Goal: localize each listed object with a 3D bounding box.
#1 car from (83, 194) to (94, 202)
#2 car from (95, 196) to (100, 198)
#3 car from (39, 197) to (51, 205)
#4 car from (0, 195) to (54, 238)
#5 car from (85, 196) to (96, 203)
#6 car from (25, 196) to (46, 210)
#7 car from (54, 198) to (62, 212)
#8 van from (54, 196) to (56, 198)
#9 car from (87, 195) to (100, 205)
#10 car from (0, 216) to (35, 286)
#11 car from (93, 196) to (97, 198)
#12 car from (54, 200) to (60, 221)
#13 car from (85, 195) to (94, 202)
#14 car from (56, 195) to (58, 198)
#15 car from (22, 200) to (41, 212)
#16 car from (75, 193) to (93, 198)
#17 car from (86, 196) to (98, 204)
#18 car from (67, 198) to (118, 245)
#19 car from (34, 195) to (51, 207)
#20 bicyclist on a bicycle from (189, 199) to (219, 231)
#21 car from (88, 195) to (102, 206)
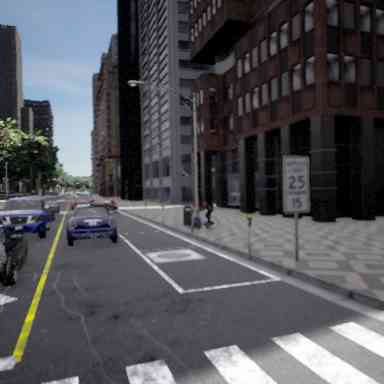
[{"bbox_3d":[-25.436,1.333,81.571,2.192,1.841,5.009,-2,0,-20],"label":"car"},{"bbox_3d":[-8.991,1.496,35.598,1.887,1.381,4.507,-2,1,-20],"label":"car"},{"bbox_3d":[-27.980,1.738,63.390,1.887,1.381,4.507,-2,0,-20],"label":"car"},{"bbox_3d":[-8.893,1.298,17.903,2.150,2.045,5.566,-1,0,-20],"label":"car"},{"bbox_3d":[-21.776,1.552,71.356,2.008,1.369,4.403,-2,0,-20],"label":"car"},{"bbox_3d":[-22.505,1.485,48.060,2.192,1.841,5.009,-2,0,-20],"label":"car"},{"bbox_3d":[-15.440,1.655,36.370,1.994,1.385,4.181,-1,0,-19],"label":"car"},{"bbox_3d":[-31.639,1.552,73.607,1.690,1.788,3.998,-2,0,-20],"label":"van"},{"bbox_3d":[-18.127,1.424,61.138,1.967,1.590,4.097,-2,0,-20],"label":"car"},{"bbox_3d":[-5.724,1.634,9.079,1.994,1.385,4.181,-1,0,-20],"label":"car"},{"bbox_3d":[-12.702,1.488,45.974,1.752,1.417,4.829,-2,0,-20],"label":"car"},{"bbox_3d":[-12.102,1.647,26.922,1.994,1.385,4.181,-1,0,-20],"label":"car"},{"bbox_3d":[-23.661,1.536,76.624,1.752,1.417,4.829,-2,0,-20],"label":"car"},{"bbox_3d":[-33.463,1.659,78.717,1.967,1.590,4.097,-2,0,-20],"label":"car"},{"bbox_3d":[-20.671,1.745,42.953,1.802,1.307,4.206,-2,0,-20],"label":"car"},{"bbox_3d":[-13.986,1.372,41.661,2.097,1.767,4.553,-1,0,-20],"label":"car"},{"bbox_3d":[-19.951,1.537,66.247,1.887,1.381,4.507,-2,0,-20],"label":"car"},{"bbox_3d":[-4.856,1.352,15.973,2.097,1.767,4.553,-1,0,-19],"label":"car"},{"bbox_3d":[-26.159,1.500,58.279,2.192,1.841,5.009,-2,0,-20],"label":"car"},{"bbox_3d":[0.624,1.169,17.217,1.656,1.620,0.582,-2,1,-20],"label":"bicyclist on a bicycle"},{"bbox_3d":[-16.300,1.416,56.030,1.967,1.590,4.097,-2,0,-20],"label":"car"}]
